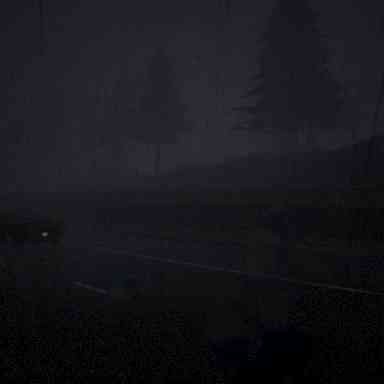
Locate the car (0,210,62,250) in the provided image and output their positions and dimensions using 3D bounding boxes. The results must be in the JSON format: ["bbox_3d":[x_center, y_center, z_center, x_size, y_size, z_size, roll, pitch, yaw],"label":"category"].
[{"bbox_3d":[-7.721,1.541,14.918,5.008,1.535,1.882,0,0,42],"label":"car"}]
